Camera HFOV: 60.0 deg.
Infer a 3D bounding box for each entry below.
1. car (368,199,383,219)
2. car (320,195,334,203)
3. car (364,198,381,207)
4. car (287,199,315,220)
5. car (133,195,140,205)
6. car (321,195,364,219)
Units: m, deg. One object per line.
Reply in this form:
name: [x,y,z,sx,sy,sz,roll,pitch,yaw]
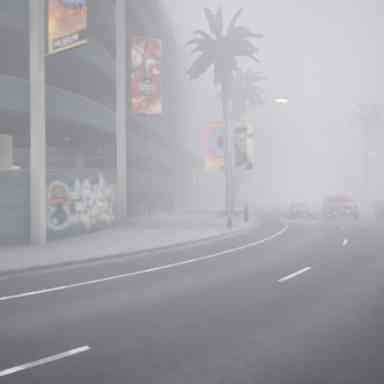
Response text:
car: [16.235,1.529,26.568,2.128,1.511,4.902,-1,0,12]
car: [31.785,1.602,78.313,2.185,1.767,4.553,-1,0,10]
car: [26.884,1.577,49.350,2.231,1.521,4.892,-1,0,10]
car: [9.732,1.645,30.020,1.812,1.442,4.674,-1,0,10]
car: [-8.785,1.434,47.759,2.435,2.045,5.566,-1,0,10]
car: [13.284,1.310,30.081,2.150,2.045,5.566,-1,0,10]
